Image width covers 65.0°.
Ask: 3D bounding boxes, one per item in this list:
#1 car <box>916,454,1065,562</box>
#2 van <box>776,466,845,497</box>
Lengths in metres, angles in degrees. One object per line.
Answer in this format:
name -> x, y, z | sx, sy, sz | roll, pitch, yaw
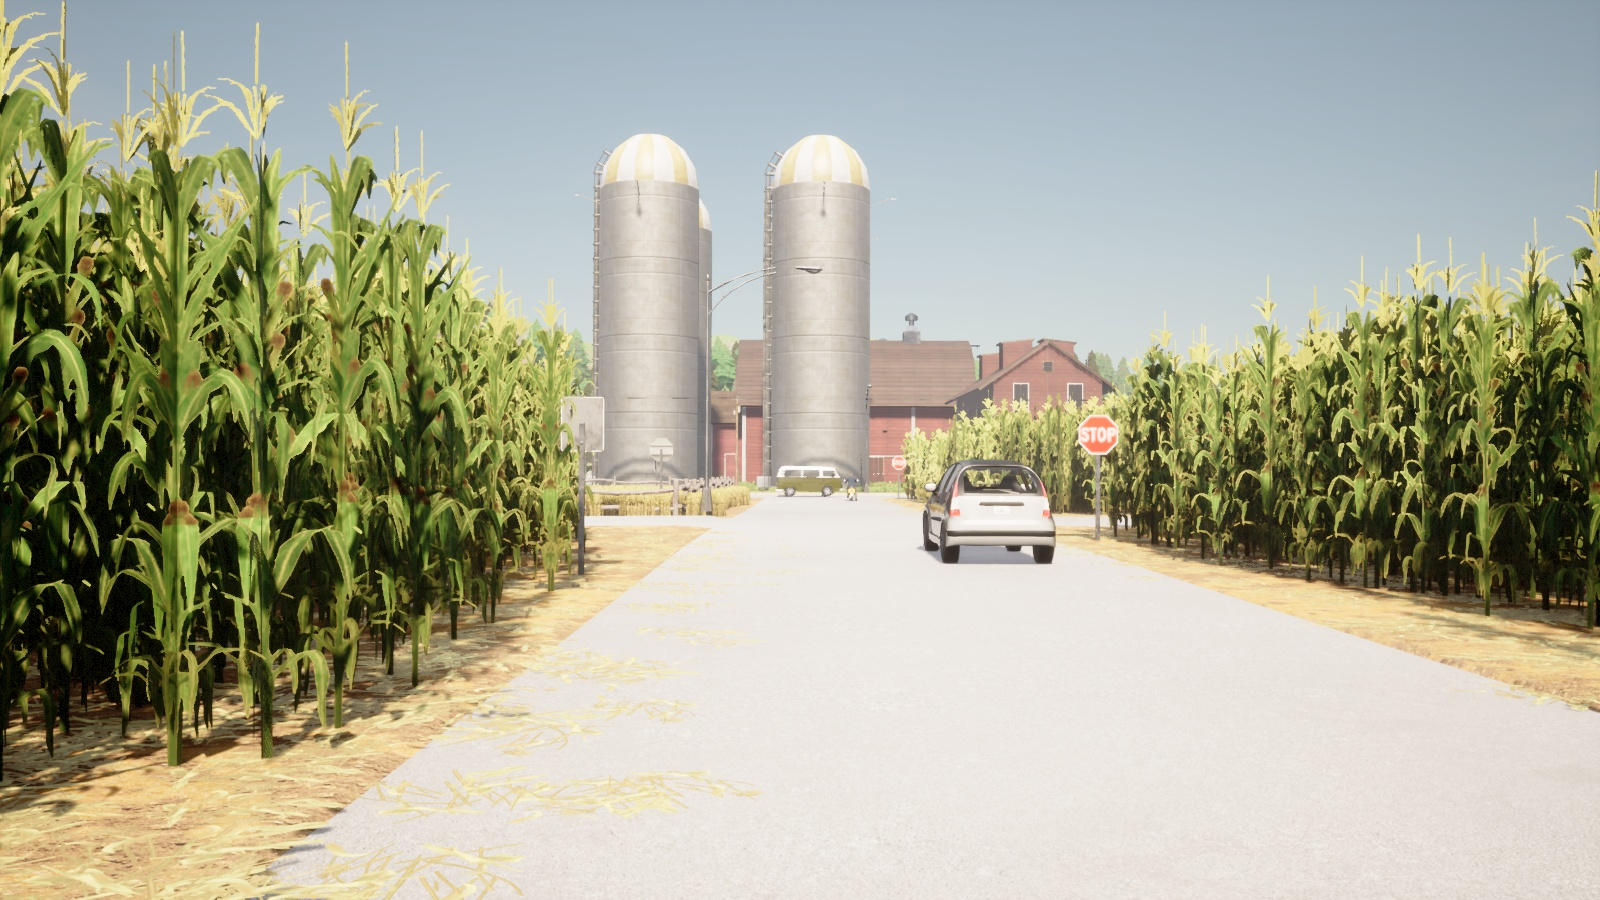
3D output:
car -> 3.054, 0.897, 20.914 | 1.851, 1.617, 3.988 | 0, -1, 0
van -> 0.679, 2.073, 82.629 | 4.480, 2.038, 2.069 | 0, -1, 0
